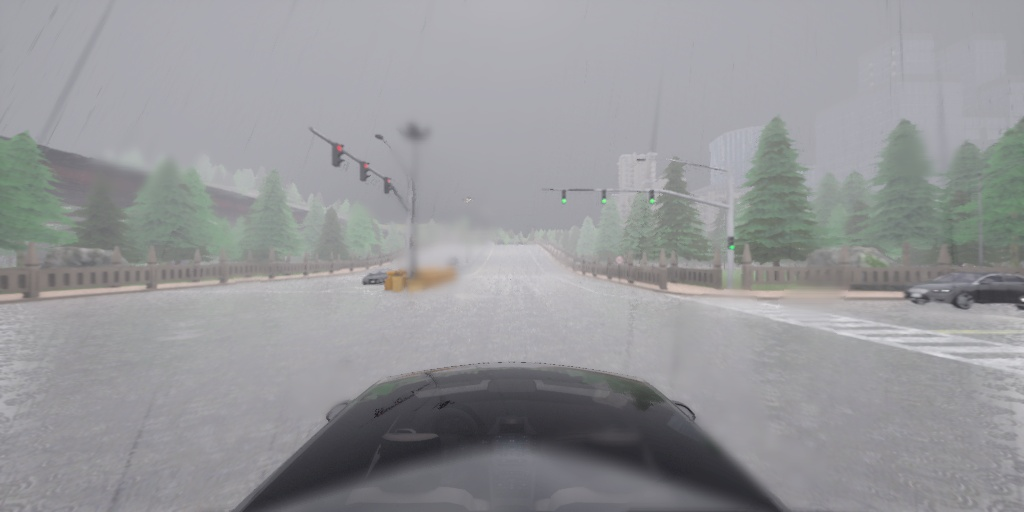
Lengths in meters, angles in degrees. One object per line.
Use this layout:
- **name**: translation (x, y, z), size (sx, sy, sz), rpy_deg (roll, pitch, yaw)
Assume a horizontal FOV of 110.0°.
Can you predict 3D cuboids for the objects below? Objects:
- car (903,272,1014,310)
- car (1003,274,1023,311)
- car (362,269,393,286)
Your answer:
- **car**: translation (19.780, 1.424, 15.353), size (4.902, 1.511, 2.128), rpy_deg (0, -1, 1)
- **car**: translation (20.437, 1.433, 11.870), size (5.357, 1.411, 2.033), rpy_deg (0, -1, 0)
- **car**: translation (-10.505, 1.741, 29.038), size (1.994, 1.385, 4.181), rpy_deg (0, 0, 0)
